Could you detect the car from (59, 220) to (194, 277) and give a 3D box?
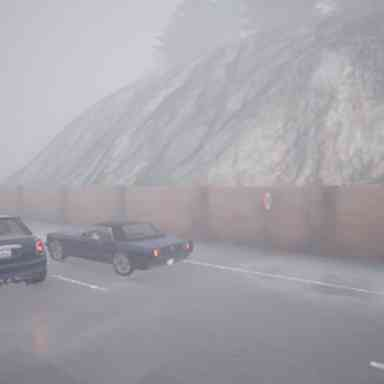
[{"bbox_3d":[-2.371,1.506,9.982,4.718,1.301,1.895,1,1,35],"label":"car"}]

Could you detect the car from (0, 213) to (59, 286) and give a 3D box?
[{"bbox_3d":[-5.508,1.240,7.919,4.553,1.767,2.097,1,1,35],"label":"car"}]
